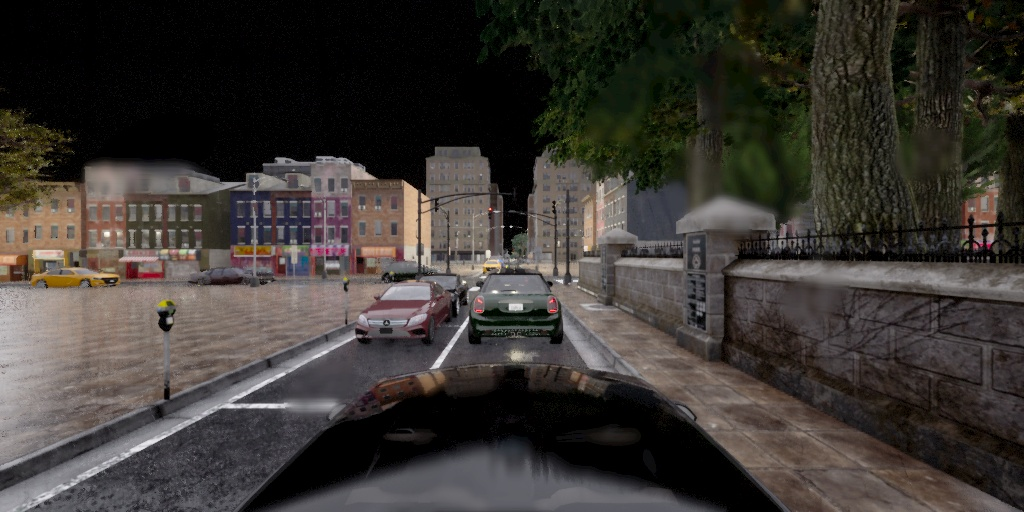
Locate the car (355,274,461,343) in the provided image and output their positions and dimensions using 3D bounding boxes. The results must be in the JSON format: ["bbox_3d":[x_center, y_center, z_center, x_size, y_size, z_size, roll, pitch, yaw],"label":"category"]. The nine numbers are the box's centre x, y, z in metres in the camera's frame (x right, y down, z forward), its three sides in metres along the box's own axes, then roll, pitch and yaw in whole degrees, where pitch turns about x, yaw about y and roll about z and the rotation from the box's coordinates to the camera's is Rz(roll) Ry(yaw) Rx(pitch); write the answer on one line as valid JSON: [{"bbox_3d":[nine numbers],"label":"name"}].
[{"bbox_3d":[-2.639,1.331,9.611,1.802,1.307,4.207,0,0,0],"label":"car"}]

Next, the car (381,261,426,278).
[{"bbox_3d":[-7.263,1.163,26.728,4.553,1.767,2.097,0,0,-9],"label":"car"}]

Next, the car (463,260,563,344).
[{"bbox_3d":[0.072,1.101,9.727,2.097,1.767,4.553,0,0,0],"label":"car"}]

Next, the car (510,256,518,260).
[{"bbox_3d":[0.275,1.225,65.488,2.128,1.511,4.902,0,0,0],"label":"car"}]

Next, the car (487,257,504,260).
[{"bbox_3d":[-2.283,1.218,41.541,1.882,1.535,5.008,0,0,1],"label":"car"}]

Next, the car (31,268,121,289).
[{"bbox_3d":[-31.645,1.606,26.119,5.008,1.535,1.882,-1,0,0],"label":"car"}]

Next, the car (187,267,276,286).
[{"bbox_3d":[-20.370,1.508,26.150,5.357,1.411,2.033,-1,0,0],"label":"car"}]

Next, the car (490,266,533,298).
[{"bbox_3d":[-0.147,1.313,19.171,1.994,1.385,4.181,0,0,-5],"label":"car"}]

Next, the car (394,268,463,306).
[{"bbox_3d":[-2.640,1.315,13.274,1.948,1.339,4.313,0,0,0],"label":"car"}]
